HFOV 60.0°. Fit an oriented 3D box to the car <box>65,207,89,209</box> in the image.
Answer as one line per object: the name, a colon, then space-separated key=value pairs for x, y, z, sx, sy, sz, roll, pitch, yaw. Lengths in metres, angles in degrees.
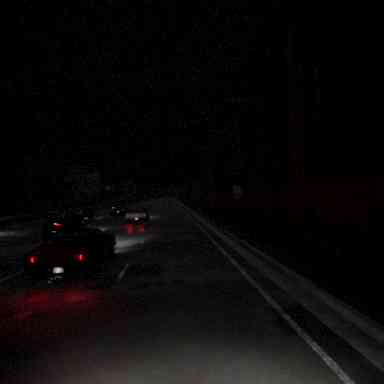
car: x=-12.573 y=2.459 z=38.314 sx=1.882 sy=1.535 sz=5.008 roll=-3 pitch=-1 yaw=-4

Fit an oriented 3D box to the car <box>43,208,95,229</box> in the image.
car: x=-8.003 y=2.102 z=21.553 sx=1.837 sy=1.490 sz=4.892 roll=-3 pitch=-1 yaw=-4

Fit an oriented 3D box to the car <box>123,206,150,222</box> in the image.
car: x=-5.183 y=2.171 z=32.372 sx=1.895 sy=1.301 sz=4.718 roll=-3 pitch=-1 yaw=-4

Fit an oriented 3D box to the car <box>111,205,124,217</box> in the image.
car: x=-9.407 y=2.448 z=43.685 sx=1.994 sy=1.385 sz=4.181 roll=-3 pitch=-1 yaw=-4

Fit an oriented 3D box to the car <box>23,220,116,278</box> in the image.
car: x=-3.851 y=1.899 z=11.409 sx=1.895 sy=1.301 sz=4.718 roll=-3 pitch=-1 yaw=-4
